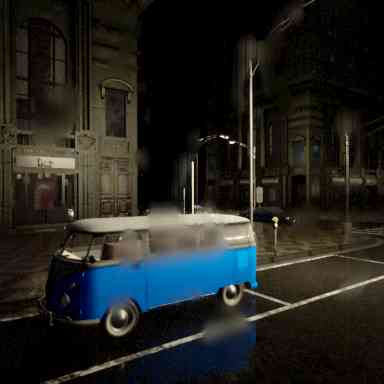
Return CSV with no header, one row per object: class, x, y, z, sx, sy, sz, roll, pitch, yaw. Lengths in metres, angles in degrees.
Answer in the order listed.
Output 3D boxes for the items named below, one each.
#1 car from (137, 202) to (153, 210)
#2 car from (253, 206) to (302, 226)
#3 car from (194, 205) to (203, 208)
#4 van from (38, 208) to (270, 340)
car,-6.998,2.188,44.474,1.837,1.490,4.892,0,0,-36
car,5.982,1.844,26.438,2.033,1.411,5.357,0,-1,-36
car,0.186,2.033,34.483,1.994,1.385,4.181,0,-1,-36
van,-0.585,1.341,6.256,3.998,1.788,1.690,0,0,-36
